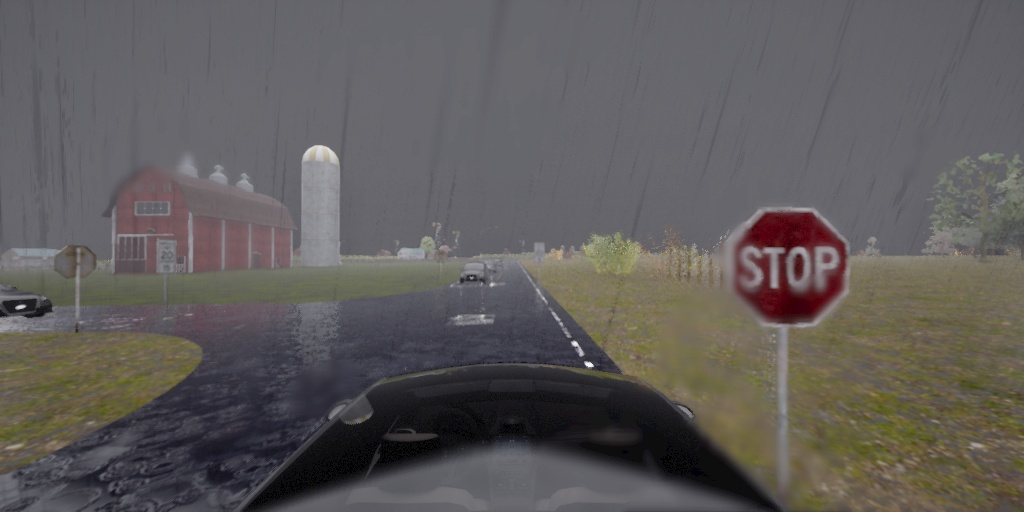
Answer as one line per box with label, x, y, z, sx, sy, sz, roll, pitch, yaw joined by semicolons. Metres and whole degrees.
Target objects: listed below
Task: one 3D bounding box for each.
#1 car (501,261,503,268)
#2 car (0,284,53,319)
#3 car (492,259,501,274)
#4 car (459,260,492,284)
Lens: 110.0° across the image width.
car;-2.506;1.224;59.182;1.994;1.385;4.181;0;0;1
car;-17.849;1.488;11.620;4.181;1.385;1.994;-1;-1;1
car;-2.654;1.171;40.155;2.128;1.511;4.902;0;1;0
car;-2.721;1.207;26.699;1.837;1.490;4.892;0;1;0
